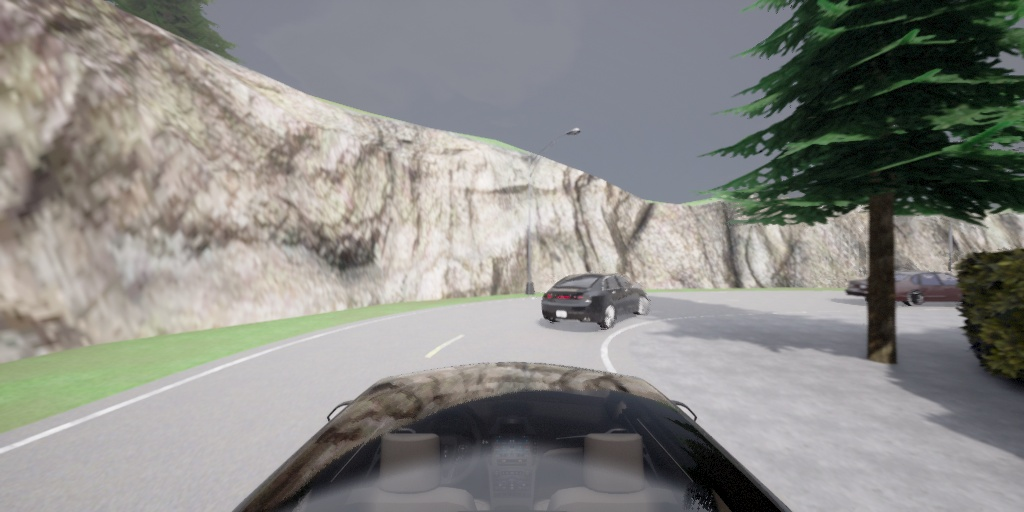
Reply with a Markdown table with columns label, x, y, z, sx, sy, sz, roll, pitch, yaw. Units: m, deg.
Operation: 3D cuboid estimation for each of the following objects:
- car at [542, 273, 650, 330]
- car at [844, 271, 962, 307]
| label | x | y | z | sx | sy | sz | roll | pitch | yaw |
| --- | --- | --- | --- | --- | --- | --- | --- | --- | --- |
| car | 2.810 | 1.286 | 11.494 | 1.837 | 1.490 | 4.892 | -2 | -1 | 38 |
| car | 17.303 | 1.338 | 15.141 | 5.357 | 1.411 | 2.033 | 0 | 0 | -2 |
